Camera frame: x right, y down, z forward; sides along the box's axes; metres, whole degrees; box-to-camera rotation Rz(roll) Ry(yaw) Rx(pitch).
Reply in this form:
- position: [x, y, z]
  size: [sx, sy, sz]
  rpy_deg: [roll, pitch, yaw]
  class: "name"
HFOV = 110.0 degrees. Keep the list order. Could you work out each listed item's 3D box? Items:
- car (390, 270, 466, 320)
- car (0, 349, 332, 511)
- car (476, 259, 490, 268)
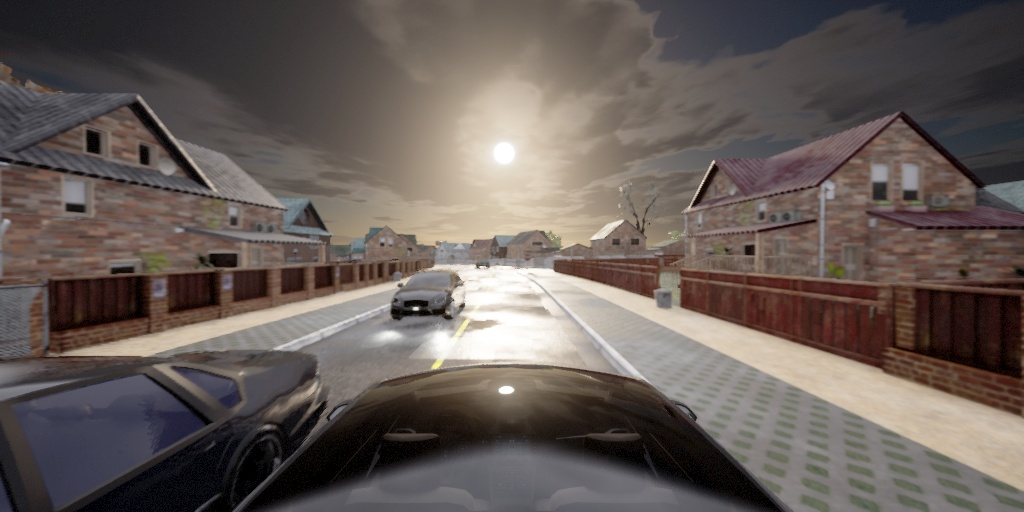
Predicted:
- position: [-2.747, 1.259, 12.669]
  size: [1.837, 1.490, 4.892]
  rpy_deg: [0, 0, 0]
  class: "car"
- position: [-2.820, 1.298, 1.400]
  size: [2.033, 1.411, 5.357]
  rpy_deg: [0, 0, 0]
  class: "car"
- position: [-5.334, 1.272, 65.172]
  size: [2.097, 1.767, 4.553]
  rpy_deg: [0, 0, -14]
  class: "car"
